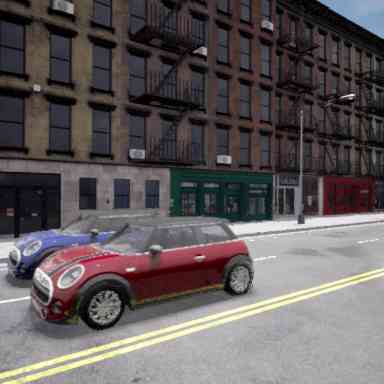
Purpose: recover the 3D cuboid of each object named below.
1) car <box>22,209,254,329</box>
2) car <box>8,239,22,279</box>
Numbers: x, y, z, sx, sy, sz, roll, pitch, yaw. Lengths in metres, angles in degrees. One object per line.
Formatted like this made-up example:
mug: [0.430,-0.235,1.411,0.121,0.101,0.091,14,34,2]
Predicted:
car: [-0.865,1.353,7.055,4.553,1.767,2.097,0,0,-35]
car: [-2.749,1.353,9.702,4.553,1.767,2.097,0,0,-35]
